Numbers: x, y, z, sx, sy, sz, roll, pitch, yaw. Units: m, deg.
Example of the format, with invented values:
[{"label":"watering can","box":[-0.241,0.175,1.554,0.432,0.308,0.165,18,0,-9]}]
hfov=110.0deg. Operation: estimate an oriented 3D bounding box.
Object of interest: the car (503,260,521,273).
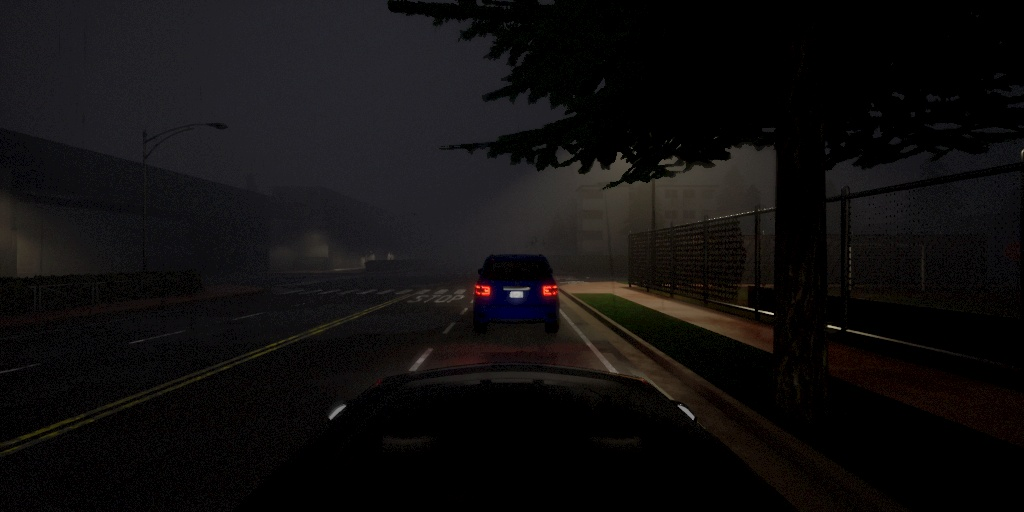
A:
[{"label":"car","box":[0.013,1.241,45.716,2.128,1.511,4.902,0,0,0]}]

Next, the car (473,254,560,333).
[{"label":"car","box":[0.113,0.972,10.857,2.150,2.045,5.566,0,0,0]}]
